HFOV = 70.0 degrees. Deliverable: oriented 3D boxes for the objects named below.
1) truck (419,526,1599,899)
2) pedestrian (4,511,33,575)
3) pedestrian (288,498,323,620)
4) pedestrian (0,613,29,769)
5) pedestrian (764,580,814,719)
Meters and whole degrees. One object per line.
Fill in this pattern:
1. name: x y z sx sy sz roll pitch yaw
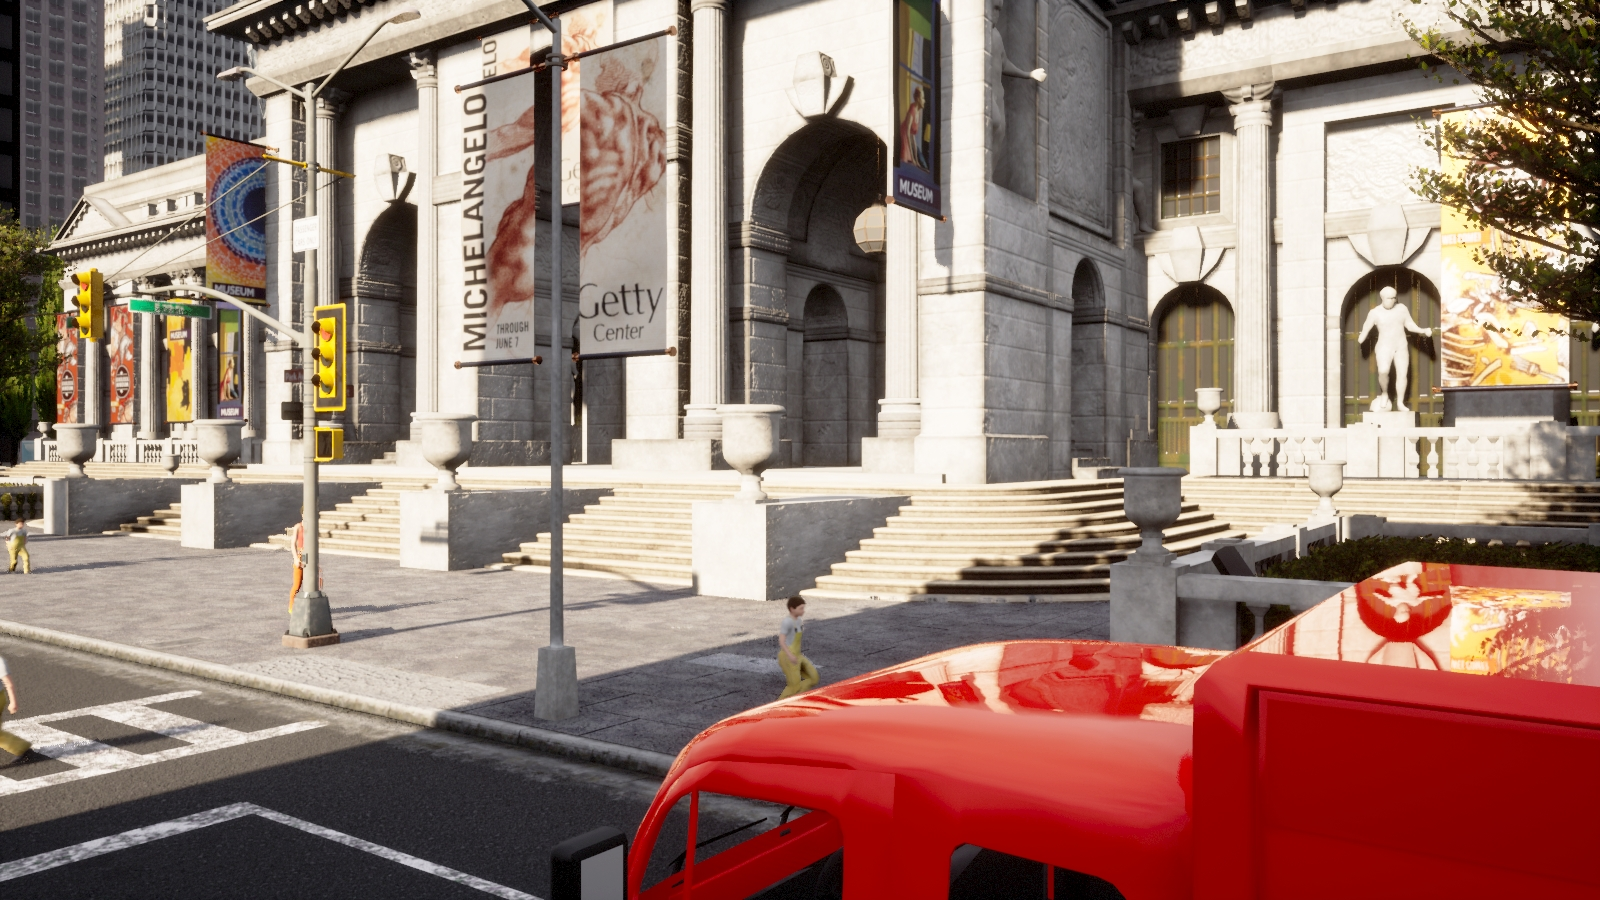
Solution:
1. truck: 1.935 1.568 2.414 5.204 2.467 2.627 0 0 35
2. pedestrian: -16.550 1.966 24.200 0.375 1.300 0.375 0 0 31
3. pedestrian: -7.718 1.689 17.831 0.375 1.860 0.375 0 0 39
4. pedestrian: -7.077 2.124 10.067 0.375 1.300 0.375 0 0 38
5. pedestrian: -0.106 1.975 11.376 0.375 1.300 0.375 0 0 23
